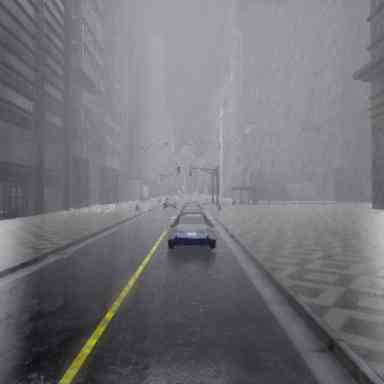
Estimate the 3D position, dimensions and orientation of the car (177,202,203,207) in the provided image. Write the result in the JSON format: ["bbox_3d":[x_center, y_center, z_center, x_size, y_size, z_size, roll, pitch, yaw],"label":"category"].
[{"bbox_3d":[0.000,1.578,29.651,1.994,1.385,4.181,0,0,0],"label":"car"}]

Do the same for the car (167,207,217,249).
[{"bbox_3d":[0.000,1.574,14.650,1.994,1.385,4.181,0,0,0],"label":"car"}]

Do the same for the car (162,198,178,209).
[{"bbox_3d":[-3.000,1.569,46.653,1.837,1.490,4.892,0,0,0],"label":"car"}]
